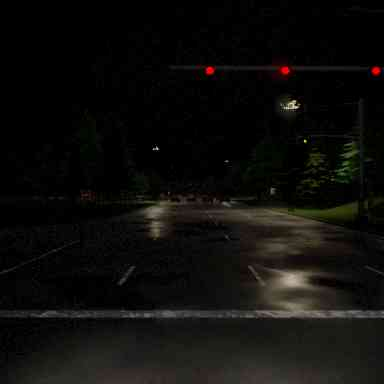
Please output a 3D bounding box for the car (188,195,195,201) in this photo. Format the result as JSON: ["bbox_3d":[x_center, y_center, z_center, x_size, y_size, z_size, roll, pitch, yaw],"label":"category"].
[{"bbox_3d":[-0.092,1.357,80.778,1.812,1.442,4.674,0,0,0],"label":"car"}]

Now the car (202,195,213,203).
[{"bbox_3d":[3.420,1.545,70.779,1.994,1.385,4.181,0,0,0],"label":"car"}]

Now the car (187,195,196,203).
[{"bbox_3d":[-0.080,1.531,70.358,2.033,1.411,5.357,0,0,0],"label":"car"}]

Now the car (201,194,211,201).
[{"bbox_3d":[3.408,1.358,80.782,2.128,1.511,4.902,0,0,0],"label":"car"}]

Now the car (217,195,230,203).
[{"bbox_3d":[6.919,1.545,70.783,1.994,1.385,4.181,0,0,0],"label":"car"}]

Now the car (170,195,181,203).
[{"bbox_3d":[-3.580,1.517,70.771,1.812,1.442,4.674,0,0,0],"label":"car"}]

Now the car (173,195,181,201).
[{"bbox_3d":[-3.592,1.357,80.774,1.812,1.442,4.674,0,0,0],"label":"car"}]
